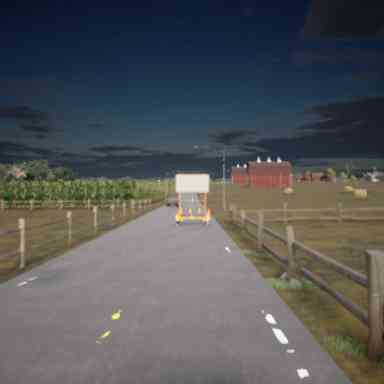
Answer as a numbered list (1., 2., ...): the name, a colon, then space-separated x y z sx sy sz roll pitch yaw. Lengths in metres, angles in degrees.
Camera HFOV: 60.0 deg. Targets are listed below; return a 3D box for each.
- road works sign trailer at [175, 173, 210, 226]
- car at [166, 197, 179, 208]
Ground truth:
1. road works sign trailer: 0.039 0.459 23.192 2.380 3.560 2.880 0 0 -1
2. car: -2.827 1.475 49.339 1.882 1.535 5.008 0 0 0
